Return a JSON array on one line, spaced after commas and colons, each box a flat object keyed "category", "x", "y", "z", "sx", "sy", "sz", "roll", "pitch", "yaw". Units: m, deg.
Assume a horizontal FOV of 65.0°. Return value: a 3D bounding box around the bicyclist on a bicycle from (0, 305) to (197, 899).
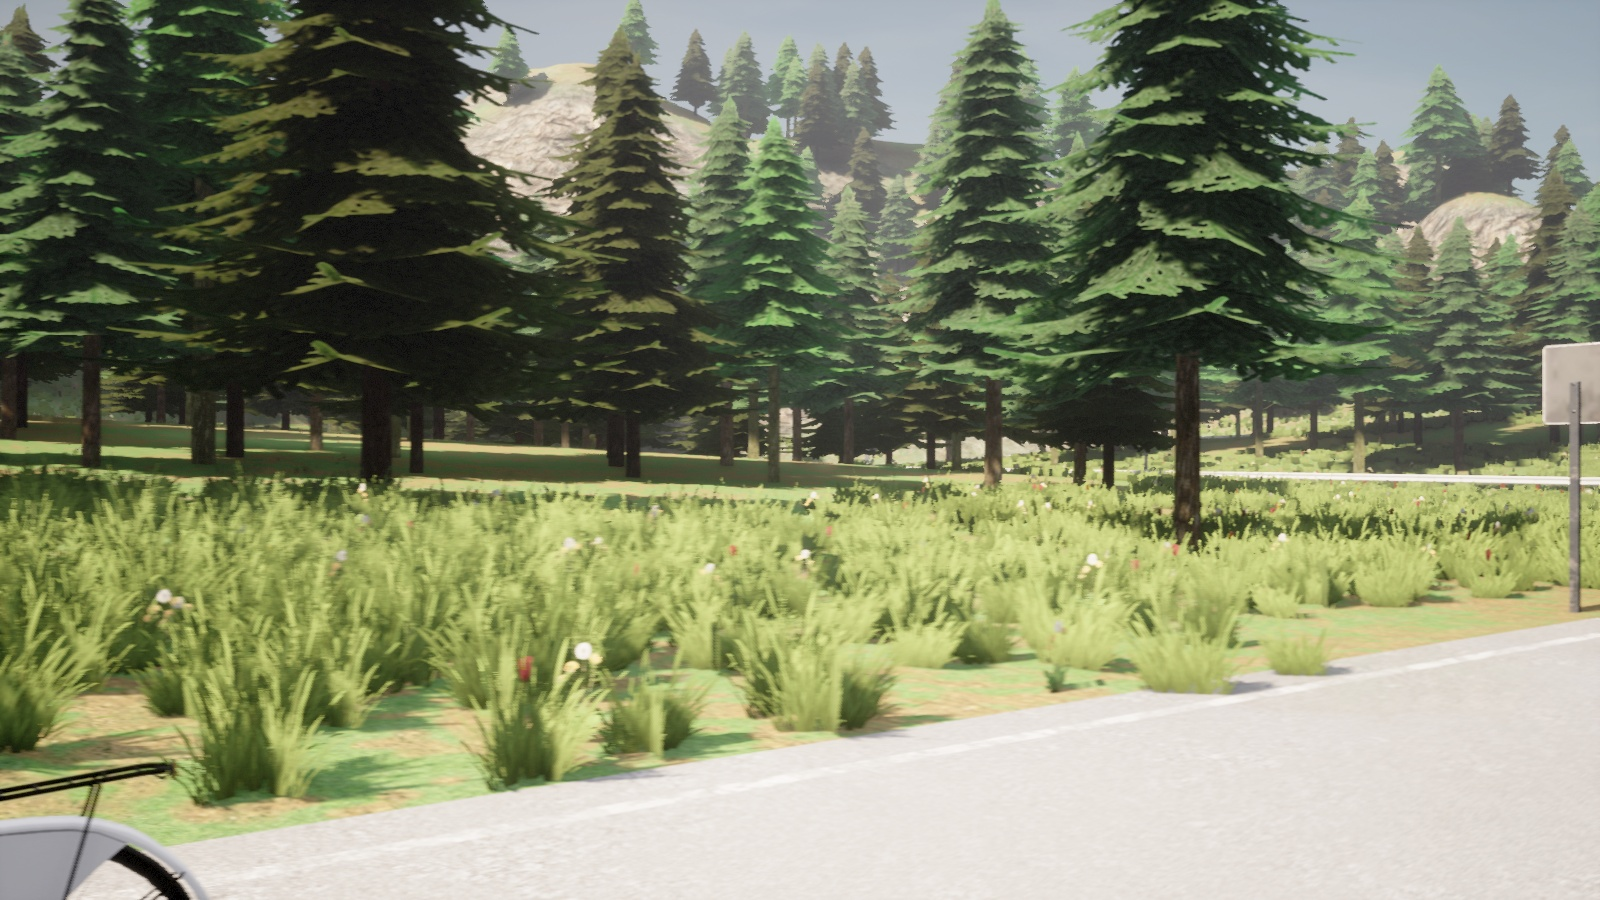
[{"category": "bicyclist on a bicycle", "x": -2.120, "y": 0.625, "z": 2.183, "sx": 1.843, "sy": 1.776, "sz": 0.659, "roll": 0, "pitch": 0, "yaw": -35}]
